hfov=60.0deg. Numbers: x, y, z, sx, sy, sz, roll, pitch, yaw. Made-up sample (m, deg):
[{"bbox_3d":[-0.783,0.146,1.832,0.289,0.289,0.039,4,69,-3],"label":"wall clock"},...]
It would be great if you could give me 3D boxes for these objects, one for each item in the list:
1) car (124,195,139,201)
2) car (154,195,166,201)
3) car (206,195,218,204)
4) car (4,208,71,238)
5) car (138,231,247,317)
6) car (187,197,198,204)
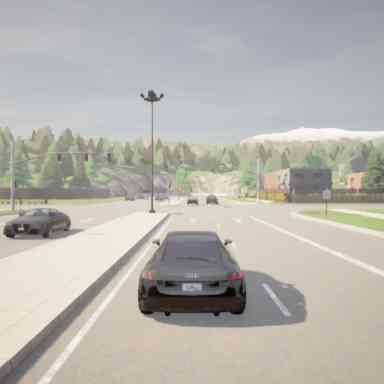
[{"bbox_3d":[-14.961,1.511,80.217,2.033,1.411,5.357,0,0,0],"label":"car"},{"bbox_3d":[-7.961,1.496,79.561,1.812,1.442,4.674,0,0,0],"label":"car"},{"bbox_3d":[3.630,1.330,61.902,2.097,1.767,4.553,0,0,0],"label":"car"},{"bbox_3d":[-8.013,1.558,17.625,1.994,1.385,4.181,0,0,1],"label":"car"},{"bbox_3d":[0.003,1.561,7.579,1.994,1.385,4.181,0,0,0],"label":"car"},{"bbox_3d":[0.130,1.579,60.842,1.895,1.301,4.718,0,0,0],"label":"car"}]
